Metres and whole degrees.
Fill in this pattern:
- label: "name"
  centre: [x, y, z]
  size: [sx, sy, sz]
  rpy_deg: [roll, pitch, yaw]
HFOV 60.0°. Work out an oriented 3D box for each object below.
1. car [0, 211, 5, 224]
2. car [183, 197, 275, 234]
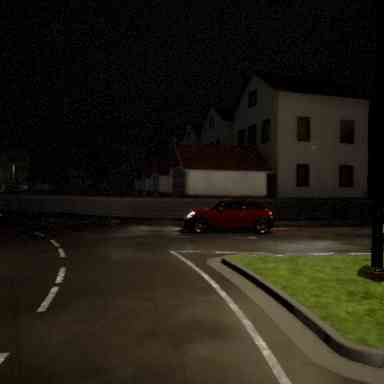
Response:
- label: "car"
  centre: [-12.295, 1.201, 17.908]
  size: [5.357, 1.411, 2.033]
  rpy_deg: [1, 1, 32]
- label: "car"
  centre: [1.828, 1.133, 17.107]
  size: [4.553, 1.767, 2.097]
  rpy_deg: [0, 1, 0]
